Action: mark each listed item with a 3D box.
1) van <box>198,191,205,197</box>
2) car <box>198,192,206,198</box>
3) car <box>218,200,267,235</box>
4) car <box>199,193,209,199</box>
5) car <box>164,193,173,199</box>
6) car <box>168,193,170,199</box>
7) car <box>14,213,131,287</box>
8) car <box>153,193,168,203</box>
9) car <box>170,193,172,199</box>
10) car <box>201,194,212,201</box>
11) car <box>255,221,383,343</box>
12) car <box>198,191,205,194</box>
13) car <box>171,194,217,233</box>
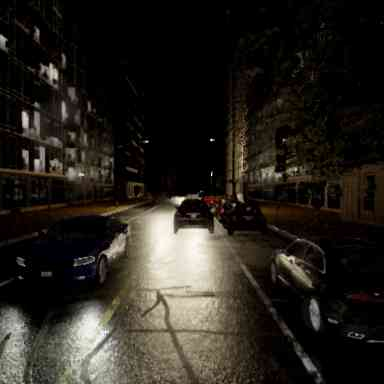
[{"bbox_3d":[2.657,0.545,91.730,1.690,1.788,3.998,0,1,0],"label":"van"},{"bbox_3d":[2.659,0.825,86.039,1.947,1.339,4.313,0,1,0],"label":"car"},{"bbox_3d":[2.685,1.301,17.733,1.967,1.590,4.097,0,0,0],"label":"car"},{"bbox_3d":[2.663,0.933,74.655,1.947,1.339,4.313,0,1,0],"label":"car"},{"bbox_3d":[-5.720,0.880,80.352,1.947,1.339,4.313,0,1,0],"label":"car"},{"bbox_3d":[-5.713,1.055,63.276,1.802,1.307,4.206,0,1,0],"label":"car"},{"bbox_3d":[-3.003,1.406,9.356,1.882,1.535,5.008,0,0,0],"label":"car"},{"bbox_3d":[-5.711,1.070,57.582,1.887,1.381,4.507,0,1,0],"label":"car"},{"bbox_3d":[-5.718,0.912,74.660,1.887,1.381,4.507,0,1,0],"label":"car"},{"bbox_3d":[2.667,1.038,63.271,1.947,1.339,4.313,0,1,0],"label":"car"},{"bbox_3d":[2.689,1.502,6.349,2.008,1.369,4.403,0,0,0],"label":"car"},{"bbox_3d":[0.083,1.038,39.259,2.097,1.767,4.553,0,0,0],"label":"car"},{"bbox_3d":[0.088,1.206,18.702,2.097,1.767,4.553,0,0,0],"label":"car"}]
